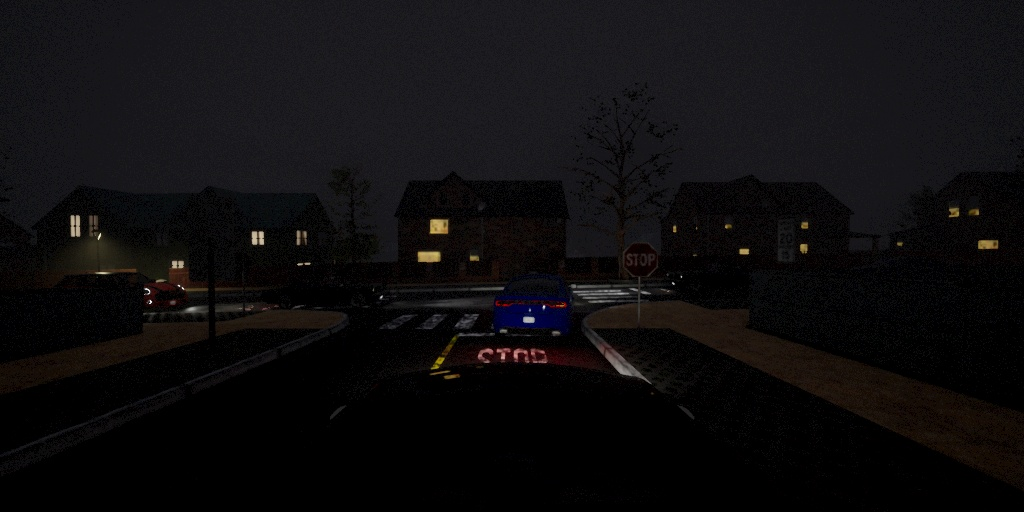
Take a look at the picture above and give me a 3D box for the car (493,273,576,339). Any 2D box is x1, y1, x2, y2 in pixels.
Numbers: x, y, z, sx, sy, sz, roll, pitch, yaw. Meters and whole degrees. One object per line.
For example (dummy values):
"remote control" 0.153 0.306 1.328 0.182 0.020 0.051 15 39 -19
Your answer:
"car" 0.785 1.226 10.175 1.882 1.535 5.008 0 0 10

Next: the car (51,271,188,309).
"car" -16.800 1.471 15.374 4.553 1.767 2.097 -1 1 0

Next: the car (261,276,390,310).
"car" -7.813 1.505 15.382 4.718 1.301 1.895 -1 1 0

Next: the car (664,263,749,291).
"car" 10.409 1.033 18.311 4.718 1.301 1.895 -1 1 -1

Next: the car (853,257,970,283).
"car" 20.055 0.752 18.348 5.357 1.411 2.033 -1 1 0
